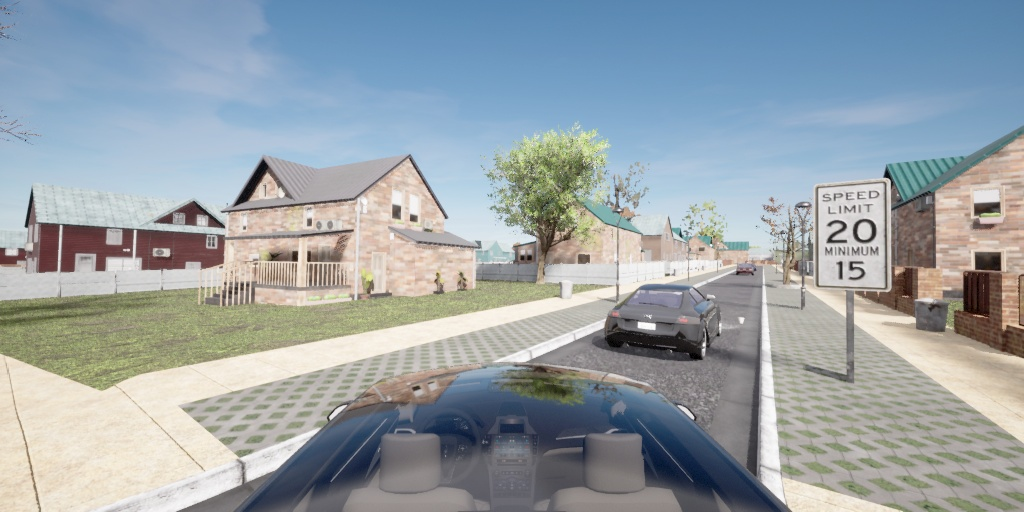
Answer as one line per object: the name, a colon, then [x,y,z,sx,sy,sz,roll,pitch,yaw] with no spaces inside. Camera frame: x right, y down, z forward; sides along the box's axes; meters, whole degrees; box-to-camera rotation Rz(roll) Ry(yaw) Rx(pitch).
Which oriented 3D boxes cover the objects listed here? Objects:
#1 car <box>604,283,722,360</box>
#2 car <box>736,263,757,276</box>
car: [3.801,1.360,8.705,1.994,1.385,4.181,0,0,35]
car: [28.794,1.633,44.233,2.033,1.411,5.357,0,0,35]
